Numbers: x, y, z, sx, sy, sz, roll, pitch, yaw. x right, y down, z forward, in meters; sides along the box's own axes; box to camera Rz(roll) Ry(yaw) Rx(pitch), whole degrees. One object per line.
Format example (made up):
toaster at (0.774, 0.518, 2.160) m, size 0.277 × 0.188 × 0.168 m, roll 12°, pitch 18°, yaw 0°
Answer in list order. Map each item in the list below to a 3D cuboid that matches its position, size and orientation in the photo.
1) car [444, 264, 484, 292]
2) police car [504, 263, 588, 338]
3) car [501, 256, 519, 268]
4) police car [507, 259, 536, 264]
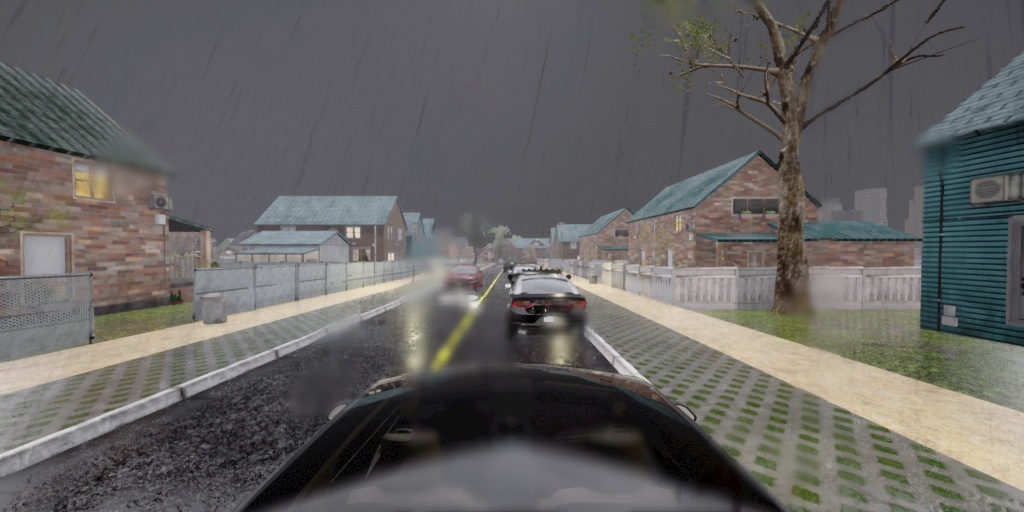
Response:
car at (-2.744, 1.234, 21.303) m, size 1.882 × 1.535 × 5.008 m, roll 0°, pitch 0°, yaw 0°
police car at (0.827, 1.174, 10.279) m, size 1.930 × 1.638 × 5.238 m, roll 0°, pitch 0°, yaw 0°
car at (0.032, 1.026, 46.927) m, size 2.150 × 2.045 × 5.566 m, roll 0°, pitch 0°, yaw 0°
police car at (0.830, 1.181, 20.282) m, size 1.930 × 1.638 × 5.238 m, roll 0°, pitch 0°, yaw 0°
